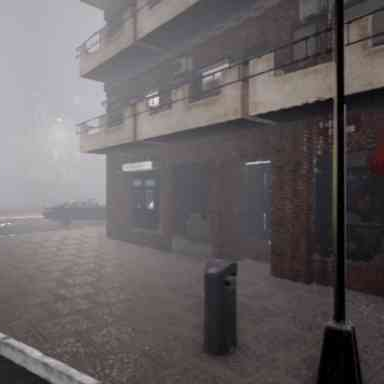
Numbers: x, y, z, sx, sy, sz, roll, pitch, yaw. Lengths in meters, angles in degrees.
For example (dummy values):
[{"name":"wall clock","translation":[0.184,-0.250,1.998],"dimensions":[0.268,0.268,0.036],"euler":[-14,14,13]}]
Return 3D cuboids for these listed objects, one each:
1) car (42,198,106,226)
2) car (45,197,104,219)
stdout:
[{"name":"car","translation":[-7.204,1.307,21.871],"dimensions":[4.902,1.511,2.128],"euler":[-1,0,-41]},{"name":"car","translation":[-9.599,1.236,27.324],"dimensions":[4.097,1.590,1.967],"euler":[-1,1,-41]}]
